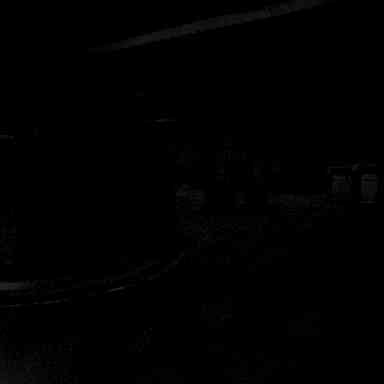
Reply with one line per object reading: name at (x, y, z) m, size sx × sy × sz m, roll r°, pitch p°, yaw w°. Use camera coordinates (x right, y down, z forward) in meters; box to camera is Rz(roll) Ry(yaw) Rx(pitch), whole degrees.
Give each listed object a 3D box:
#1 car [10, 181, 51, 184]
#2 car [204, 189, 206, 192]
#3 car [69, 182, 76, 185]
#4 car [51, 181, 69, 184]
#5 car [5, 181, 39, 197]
car at (-17.220, -0.177, 35.207) m, size 3.866 × 1.878 × 1.905 m, roll 2°, pitch 2°, yaw 35°
car at (4.903, -0.325, 65.594) m, size 5.027 × 1.636 × 2.152 m, roll 2°, pitch 2°, yaw 35°
car at (-25.422, -1.282, 68.065) m, size 4.605 × 1.855 × 1.932 m, roll 2°, pitch 2°, yaw 35°
car at (-26.761, -1.255, 65.454) m, size 3.866 × 1.878 × 1.905 m, roll 2°, pitch 2°, yaw 35°
car at (-21.751, -0.462, 42.425) m, size 4.605 × 1.855 × 1.932 m, roll 2°, pitch 2°, yaw 35°
